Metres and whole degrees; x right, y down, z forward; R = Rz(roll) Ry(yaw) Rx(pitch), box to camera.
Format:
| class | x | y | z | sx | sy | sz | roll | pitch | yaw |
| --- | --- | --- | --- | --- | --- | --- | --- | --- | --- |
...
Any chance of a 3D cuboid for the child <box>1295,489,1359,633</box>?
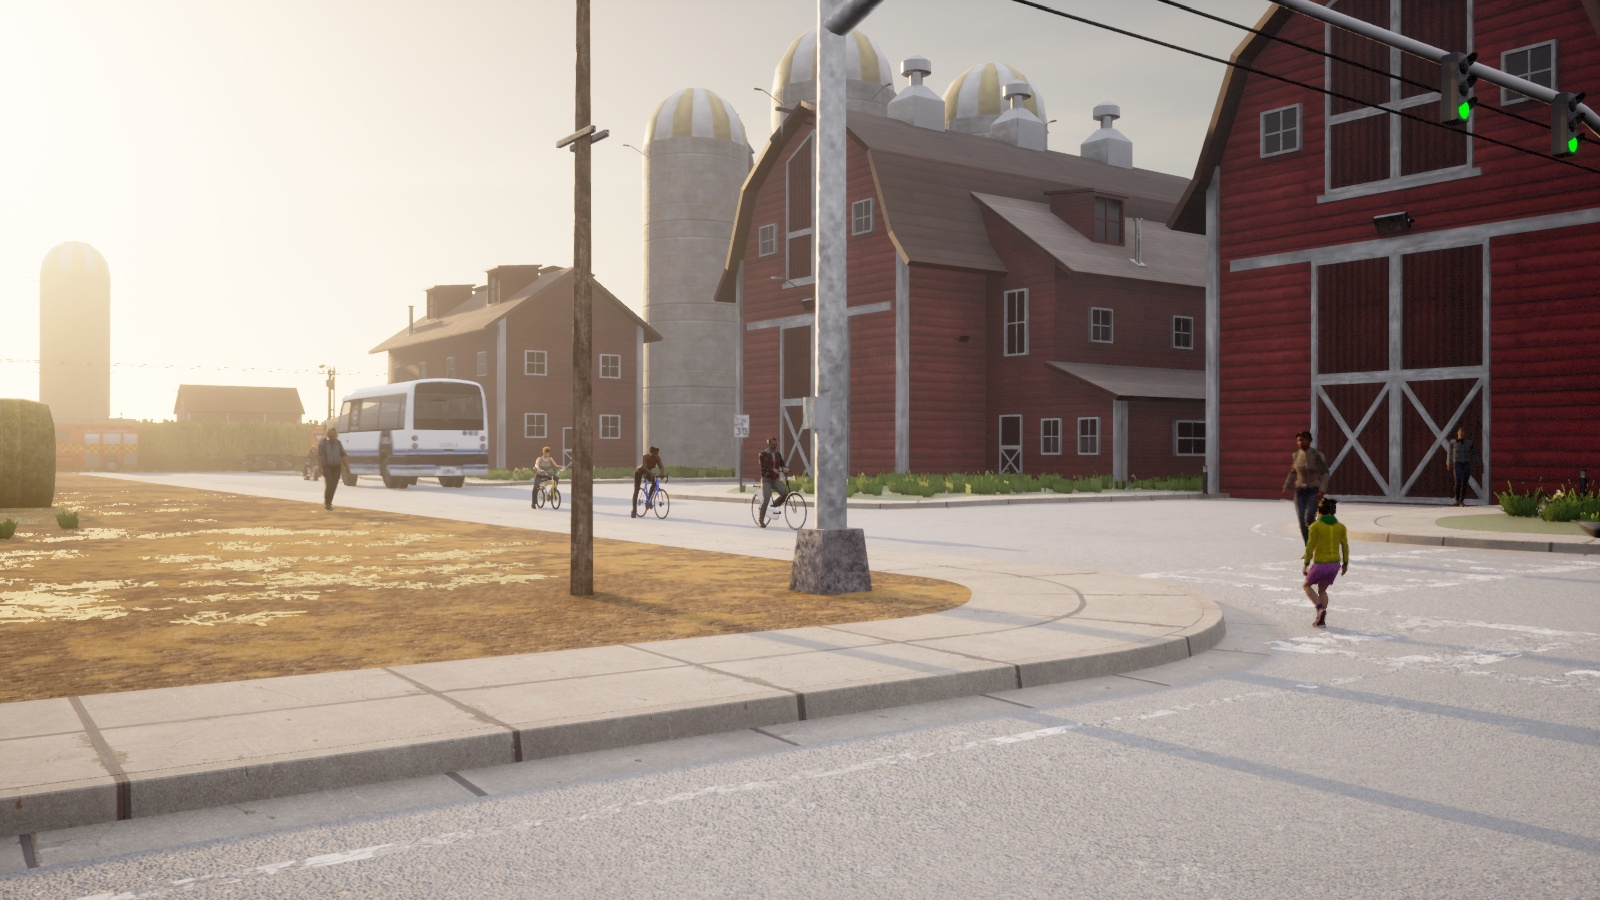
| class | x | y | z | sx | sy | sz | roll | pitch | yaw |
| --- | --- | --- | --- | --- | --- | --- | --- | --- | --- |
| child | 4.375 | 0.908 | 10.434 | 0.299 | 1.160 | 0.473 | 0 | 0 | -5 |

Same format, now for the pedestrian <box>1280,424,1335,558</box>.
| class | x | y | z | sx | sy | sz | roll | pitch | yaw |
| --- | --- | --- | --- | --- | --- | --- | --- | --- | --- |
| pedestrian | 6.998 | 0.548 | 17.319 | 0.869 | 1.805 | 0.328 | 0 | 0 | -40 |

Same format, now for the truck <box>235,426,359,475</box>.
| class | x | y | z | sx | sy | sz | roll | pitch | yaw |
| --- | --- | --- | --- | --- | --- | --- | --- | --- | --- |
| truck | -36.653 | 0.060 | 91.741 | 2.891 | 3.462 | 7.936 | 0 | 0 | 40 |

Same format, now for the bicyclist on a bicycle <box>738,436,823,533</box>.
| class | x | y | z | sx | sy | sz | roll | pitch | yaw |
| --- | --- | --- | --- | --- | --- | --- | --- | --- | --- |
| bicyclist on a bicycle | -0.399 | 0.641 | 24.027 | 0.659 | 1.776 | 1.843 | -1 | 0 | -36 |

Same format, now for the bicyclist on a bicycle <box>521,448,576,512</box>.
| class | x | y | z | sx | sy | sz | roll | pitch | yaw |
| --- | --- | --- | --- | --- | --- | --- | --- | --- | --- |
| bicyclist on a bicycle | -6.515 | 0.748 | 32.483 | 0.866 | 1.612 | 1.509 | 0 | 0 | -36 |

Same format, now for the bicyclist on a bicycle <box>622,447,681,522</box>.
| class | x | y | z | sx | sy | sz | roll | pitch | yaw |
| --- | --- | --- | --- | --- | --- | --- | --- | --- | --- |
| bicyclist on a bicycle | -3.331 | 0.747 | 28.083 | 0.582 | 1.620 | 1.656 | 0 | 0 | -36 |

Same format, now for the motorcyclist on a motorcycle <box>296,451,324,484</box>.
| class | x | y | z | sx | sy | sz | roll | pitch | yaw |
| --- | --- | --- | --- | --- | --- | --- | --- | --- | --- |
| motorcyclist on a motorcycle | -24.930 | 0.878 | 63.905 | 0.766 | 1.649 | 2.350 | 0 | 0 | -36 |

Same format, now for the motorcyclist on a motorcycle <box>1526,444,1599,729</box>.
| class | x | y | z | sx | sy | sz | roll | pitch | yaw |
| --- | --- | --- | --- | --- | --- | --- | --- | --- | --- |
| motorcyclist on a motorcycle | 5.188 | 0.730 | 7.232 | 2.044 | 1.523 | 0.797 | 0 | 1 | -29 |

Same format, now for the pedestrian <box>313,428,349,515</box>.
| class | x | y | z | sx | sy | sz | roll | pitch | yaw |
| --- | --- | --- | --- | --- | --- | --- | --- | --- | --- |
| pedestrian | -10.156 | 0.452 | 27.184 | 0.540 | 1.848 | 0.694 | 0 | 0 | -40 |

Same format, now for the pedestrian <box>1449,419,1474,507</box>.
| class | x | y | z | sx | sy | sz | roll | pitch | yaw |
| --- | --- | --- | --- | --- | --- | --- | --- | --- | --- |
| pedestrian | 14.935 | 0.297 | 28.347 | 0.423 | 1.949 | 0.788 | 0 | 0 | 23 |

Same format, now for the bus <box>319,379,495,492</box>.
| class | x | y | z | sx | sy | sz | roll | pitch | yaw |
| --- | --- | --- | --- | --- | --- | --- | --- | --- | --- |
| bus | -16.601 | -0.509 | 52.388 | 3.944 | 4.253 | 10.273 | 0 | 0 | -36 |
